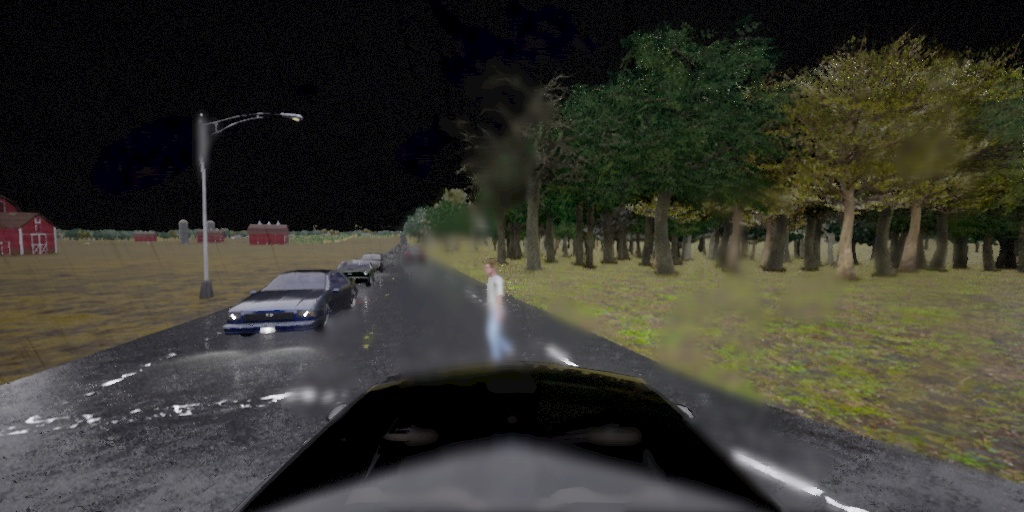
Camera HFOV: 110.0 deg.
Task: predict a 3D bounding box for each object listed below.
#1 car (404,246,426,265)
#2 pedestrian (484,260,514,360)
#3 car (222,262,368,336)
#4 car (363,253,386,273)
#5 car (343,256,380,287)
[{"bbox_3d":[-11.097,-0.109,41.173,2.150,2.045,5.566,-1,1,-16],"label":"car"},{"bbox_3d":[-0.270,0.927,6.204,0.375,1.860,0.375,-3,4,-16],"label":"pedestrian"},{"bbox_3d":[-5.681,1.092,10.057,2.033,1.411,5.357,0,2,-13],"label":"car"},{"bbox_3d":[-11.423,0.533,29.329,1.837,1.490,4.892,-1,2,-16],"label":"car"},{"bbox_3d":[-8.536,0.899,19.575,1.895,1.301,4.718,-1,2,-17],"label":"car"}]
